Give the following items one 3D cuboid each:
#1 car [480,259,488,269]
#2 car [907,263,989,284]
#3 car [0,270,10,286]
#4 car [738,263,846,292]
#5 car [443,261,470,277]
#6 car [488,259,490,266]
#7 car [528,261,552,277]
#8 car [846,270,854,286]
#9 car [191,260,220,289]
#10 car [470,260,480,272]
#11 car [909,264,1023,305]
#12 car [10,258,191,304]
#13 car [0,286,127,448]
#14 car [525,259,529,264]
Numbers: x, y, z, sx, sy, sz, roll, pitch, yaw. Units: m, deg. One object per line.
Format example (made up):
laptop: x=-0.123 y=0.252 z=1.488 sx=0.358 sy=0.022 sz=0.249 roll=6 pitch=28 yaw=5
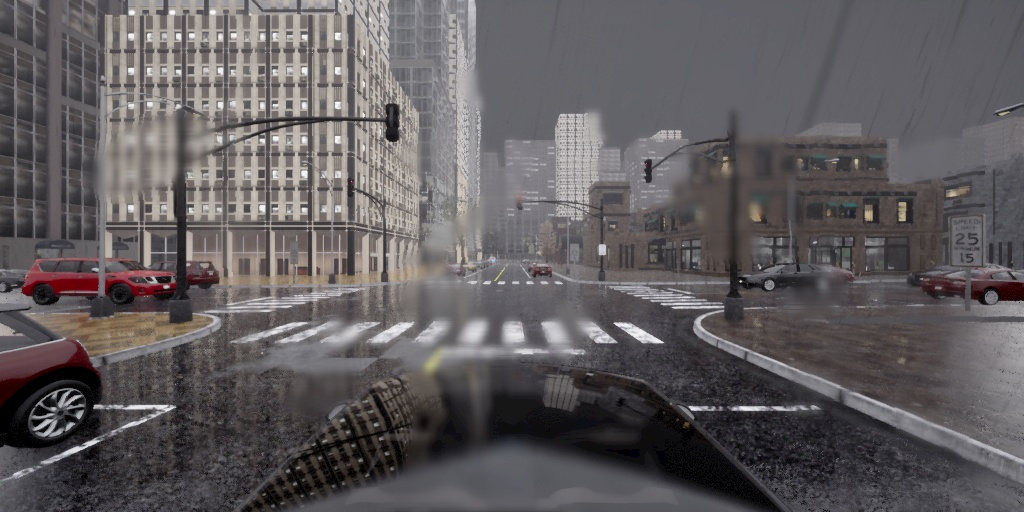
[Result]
car: x=-5.407 y=1.324 z=56.936 sx=2.007 sy=1.370 sz=4.403 roll=0 pitch=0 yaw=0
car: x=24.946 y=1.141 z=20.064 sx=4.181 sy=1.385 sz=1.994 roll=0 pitch=0 yaw=-1
car: x=-31.429 y=1.508 z=22.086 sx=4.403 sy=1.370 sz=2.007 roll=0 pitch=0 yaw=-1
car: x=15.142 y=1.147 z=19.960 sx=4.892 sy=1.490 sz=1.837 roll=0 pitch=0 yaw=-1
car: x=-5.523 y=1.341 z=34.773 sx=1.802 sy=1.307 sz=4.207 roll=0 pitch=0 yaw=0
car: x=-5.379 y=1.344 z=62.476 sx=1.948 sy=1.339 sz=4.313 roll=0 pitch=0 yaw=0
car: x=2.859 y=1.304 z=34.729 sx=1.888 sy=1.381 sz=4.507 roll=0 pitch=0 yaw=0
car: x=19.053 y=1.202 z=22.586 sx=4.207 sy=1.307 sz=1.802 roll=0 pitch=0 yaw=-1
car: x=-21.019 y=1.203 z=22.189 sx=5.009 sy=1.841 sz=2.192 roll=0 pitch=0 yaw=-1
car: x=-5.466 y=1.291 z=45.684 sx=1.751 sy=1.417 sz=4.829 roll=0 pitch=0 yaw=0
car: x=19.136 y=1.153 z=14.206 sx=4.507 sy=1.381 sz=1.888 roll=0 pitch=0 yaw=-1
car: x=-18.590 y=1.087 z=16.425 sx=5.566 sy=2.045 sz=2.150 roll=0 pitch=0 yaw=-1
car: x=-5.691 y=1.190 z=2.306 sx=1.967 sy=1.591 sz=4.097 roll=0 pitch=0 yaw=0
car: x=2.915 y=1.348 z=45.811 sx=1.802 sy=1.307 sz=4.207 roll=0 pitch=0 yaw=0
